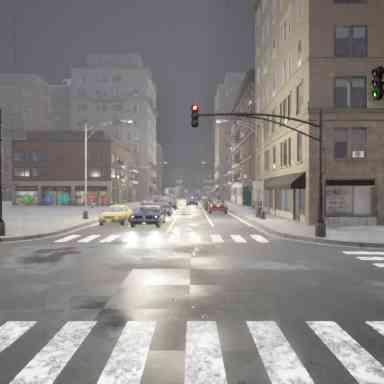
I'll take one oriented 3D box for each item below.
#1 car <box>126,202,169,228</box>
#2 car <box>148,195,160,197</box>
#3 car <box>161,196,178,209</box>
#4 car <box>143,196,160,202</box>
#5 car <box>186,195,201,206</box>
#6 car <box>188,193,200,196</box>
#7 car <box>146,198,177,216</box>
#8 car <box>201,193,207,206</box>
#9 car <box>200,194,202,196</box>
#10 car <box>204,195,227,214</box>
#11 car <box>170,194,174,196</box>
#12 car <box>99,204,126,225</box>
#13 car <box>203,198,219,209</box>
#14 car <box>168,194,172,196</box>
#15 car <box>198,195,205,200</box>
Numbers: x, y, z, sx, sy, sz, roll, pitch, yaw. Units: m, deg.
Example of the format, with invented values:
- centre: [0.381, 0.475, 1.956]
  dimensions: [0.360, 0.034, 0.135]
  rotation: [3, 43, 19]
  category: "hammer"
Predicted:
- centre: [-2.880, 1.601, 22.557]
  dimensions: [1.895, 1.301, 4.718]
  rotation: [0, 0, 1]
  category: "car"
- centre: [-5.382, 1.318, 46.684]
  dimensions: [2.192, 1.841, 5.009]
  rotation: [0, 0, 0]
  category: "car"
- centre: [-2.837, 1.528, 42.135]
  dimensions: [1.812, 1.442, 4.674]
  rotation: [0, 0, 0]
  category: "car"
- centre: [-5.383, 1.553, 41.021]
  dimensions: [2.008, 1.369, 4.403]
  rotation: [0, 0, 0]
  category: "car"
- centre: [0.006, 1.604, 53.850]
  dimensions: [1.895, 1.301, 4.718]
  rotation: [0, 0, 0]
  category: "car"
- centre: [0.007, 1.226, 64.152]
  dimensions: [2.150, 2.045, 5.566]
  rotation: [0, 0, 0]
  category: "car"
- centre: [-2.852, 1.549, 32.294]
  dimensions: [2.033, 1.411, 5.357]
  rotation: [0, 0, 0]
  category: "car"
- centre: [2.642, 1.317, 41.020]
  dimensions: [2.192, 1.841, 5.009]
  rotation: [0, 0, 0]
  category: "car"
- centre: [2.645, 1.555, 69.330]
  dimensions: [2.008, 1.369, 4.403]
  rotation: [0, 0, 0]
  category: "car"
- centre: [2.642, 1.441, 35.358]
  dimensions: [1.967, 1.590, 4.097]
  rotation: [0, 0, 0]
  category: "car"
- centre: [-5.380, 1.530, 69.161]
  dimensions: [1.752, 1.417, 4.829]
  rotation: [0, 0, 0]
  category: "car"
- centre: [-5.385, 1.526, 23.866]
  dimensions: [1.752, 1.417, 4.829]
  rotation: [0, 0, 0]
  category: "car"
- centre: [2.643, 1.568, 46.682]
  dimensions: [1.947, 1.339, 4.313]
  rotation: [0, 0, 0]
  category: "car"
- centre: [-5.380, 1.586, 63.669]
  dimensions: [1.802, 1.307, 4.206]
  rotation: [0, 0, 0]
  category: "car"
- centre: [2.648, 1.575, 91.977]
  dimensions: [1.947, 1.339, 4.313]
  rotation: [0, 0, 0]
  category: "car"
